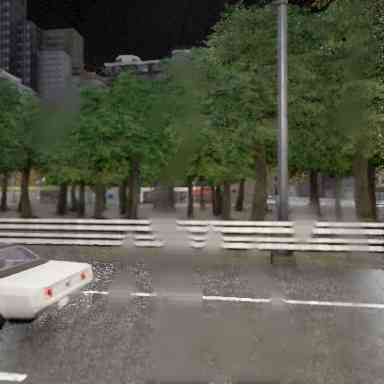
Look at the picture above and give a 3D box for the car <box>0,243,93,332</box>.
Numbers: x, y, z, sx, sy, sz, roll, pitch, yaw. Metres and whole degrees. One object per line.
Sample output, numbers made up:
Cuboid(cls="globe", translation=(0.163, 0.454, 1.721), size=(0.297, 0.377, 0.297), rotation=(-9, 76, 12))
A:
Cuboid(cls="car", translation=(-4.447, 1.655, 6.231), size=(4.718, 1.301, 1.895), rotation=(0, 0, 9))
